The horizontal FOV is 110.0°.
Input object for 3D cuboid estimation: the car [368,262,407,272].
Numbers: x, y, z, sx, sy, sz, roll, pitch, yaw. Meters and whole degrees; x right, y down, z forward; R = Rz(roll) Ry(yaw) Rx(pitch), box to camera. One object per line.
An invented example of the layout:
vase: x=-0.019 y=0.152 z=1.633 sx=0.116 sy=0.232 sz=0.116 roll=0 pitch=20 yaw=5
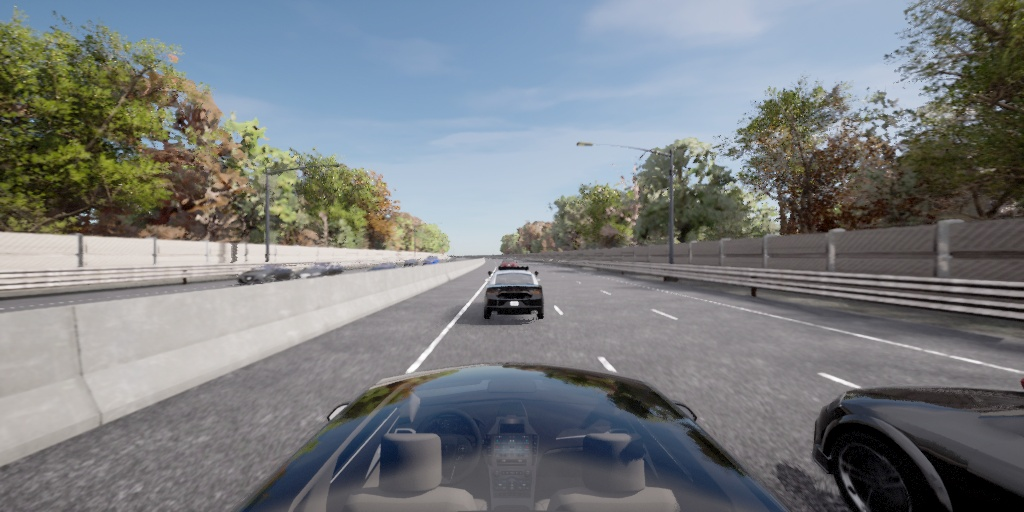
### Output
car: x=-10.851 y=1.323 z=30.731 sx=1.994 sy=1.385 sz=4.181 roll=0 pitch=0 yaw=-1

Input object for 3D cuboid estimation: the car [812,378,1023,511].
car: x=3.592 y=1.313 z=1.354 sx=1.994 sy=1.385 sz=4.181 roll=0 pitch=0 yaw=0

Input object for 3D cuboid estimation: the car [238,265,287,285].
car: x=-17.783 y=1.322 z=26.217 sx=1.994 sy=1.385 sz=4.181 roll=0 pitch=0 yaw=-1

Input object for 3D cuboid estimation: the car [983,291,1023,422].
car: x=7.093 y=1.227 z=2.177 sx=1.882 sy=1.535 sz=5.008 roll=0 pitch=0 yaw=0

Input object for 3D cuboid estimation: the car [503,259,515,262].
car: x=-0.400 y=1.117 z=43.043 sx=2.097 sy=1.767 sz=4.553 roll=0 pitch=0 yaw=-1

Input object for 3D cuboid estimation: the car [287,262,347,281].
car: x=-14.295 y=1.250 z=27.111 sx=2.128 sy=1.511 sz=4.902 roll=0 pitch=0 yaw=-1

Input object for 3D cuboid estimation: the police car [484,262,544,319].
police car: x=0.053 y=1.179 z=13.019 sx=1.930 sy=1.638 sz=5.238 roll=0 pitch=0 yaw=0
